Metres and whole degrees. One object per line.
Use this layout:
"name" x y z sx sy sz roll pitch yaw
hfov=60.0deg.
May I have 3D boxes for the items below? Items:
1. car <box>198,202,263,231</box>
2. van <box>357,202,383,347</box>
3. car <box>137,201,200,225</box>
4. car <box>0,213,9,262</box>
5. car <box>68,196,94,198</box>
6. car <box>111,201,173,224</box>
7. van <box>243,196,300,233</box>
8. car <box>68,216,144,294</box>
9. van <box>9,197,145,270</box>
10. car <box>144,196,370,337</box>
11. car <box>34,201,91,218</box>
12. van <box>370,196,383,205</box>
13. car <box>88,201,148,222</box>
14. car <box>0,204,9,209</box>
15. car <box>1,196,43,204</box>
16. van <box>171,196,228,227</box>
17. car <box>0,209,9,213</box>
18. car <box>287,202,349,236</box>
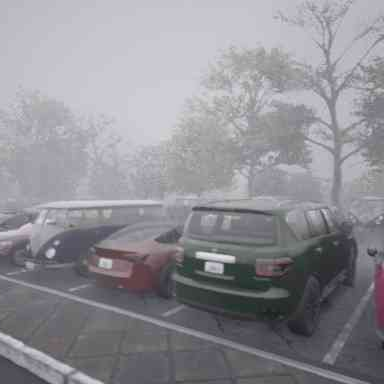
"car" 2.738 1.493 22.144 1.946 1.575 5.366 -1 0 36
"van" 4.046 1.220 5.210 1.878 1.987 4.442 0 0 36
"car" -1.664 1.553 25.513 2.231 1.521 4.892 -1 0 36
"car" -4.901 1.538 11.756 2.002 1.452 4.674 -1 0 36
"car" -8.440 1.510 30.328 2.185 1.767 4.553 -1 0 36
"car" -3.917 1.579 27.125 2.097 1.535 5.008 -1 0 36
"van" 5.027 1.242 20.589 1.878 1.987 4.442 -1 0 36
"car" -0.365 1.472 8.544 2.163 1.488 4.792 0 0 36
"van" -2.714 1.244 10.046 1.878 1.987 4.442 -1 0 36
"car" 1.873 1.178 6.943 2.435 2.045 5.566 0 0 36
"car" -12.930 1.693 33.571 2.231 1.521 4.892 -1 0 36
"van" 9.412 1.203 17.453 1.878 1.987 4.442 0 0 36
"car" -6.272 1.609 28.810 2.097 1.535 5.008 -1 0 36
"car" -11.673 1.582 16.604 2.097 1.535 5.008 -1 0 36
"car" -17.415 1.504 36.822 2.435 2.045 5.566 -1 -1 36
"van" 0.658 1.298 24.003 1.878 1.987 4.442 -1 0 36
"car" -7.179 1.556 13.346 2.163 1.488 4.792 -1 0 36
"car" 7.353 1.439 19.076 2.097 1.535 5.008 -1 0 36
